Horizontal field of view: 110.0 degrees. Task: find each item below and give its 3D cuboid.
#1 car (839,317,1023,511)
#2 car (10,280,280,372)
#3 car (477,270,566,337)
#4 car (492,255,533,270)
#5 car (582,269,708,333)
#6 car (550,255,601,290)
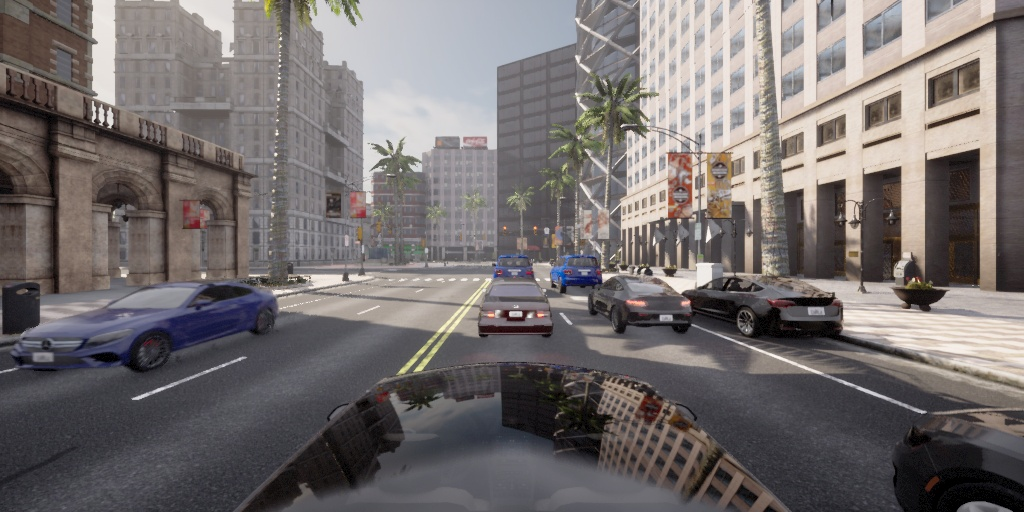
[{"bbox_3d":[3.600,1.254,0.463,1.837,1.490,4.892,0,0,0],"label":"car"},{"bbox_3d":[-7.113,1.276,7.766,1.812,1.442,4.674,0,0,0],"label":"car"},{"bbox_3d":[0.070,1.297,10.248,2.033,1.411,5.357,0,0,0],"label":"car"},{"bbox_3d":[0.048,0.971,20.467,2.150,2.045,5.566,0,0,-2],"label":"car"},{"bbox_3d":[3.564,1.276,10.637,1.812,1.442,4.674,0,0,-1],"label":"car"},{"bbox_3d":[3.547,0.971,20.601,2.150,2.045,5.566,0,0,-2],"label":"car"}]
